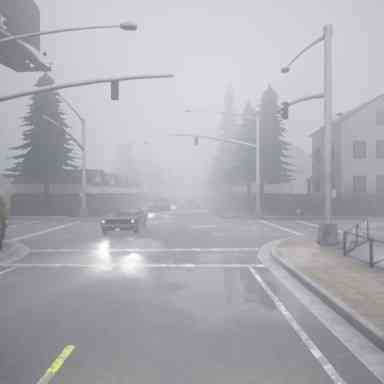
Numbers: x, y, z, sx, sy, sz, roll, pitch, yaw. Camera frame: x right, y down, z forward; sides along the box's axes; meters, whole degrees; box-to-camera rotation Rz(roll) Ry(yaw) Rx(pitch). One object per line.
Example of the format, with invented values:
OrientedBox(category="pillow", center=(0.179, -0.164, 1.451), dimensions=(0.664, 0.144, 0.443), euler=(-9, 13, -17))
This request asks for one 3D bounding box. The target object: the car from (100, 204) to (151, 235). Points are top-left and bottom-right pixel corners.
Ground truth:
OrientedBox(category="car", center=(-3.665, 1.536, 18.586), dimensions=(1.895, 1.301, 4.718), euler=(-1, 0, 0))

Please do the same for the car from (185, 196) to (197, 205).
OrientedBox(category="car", center=(-0.121, 1.483, 59.259), dimensions=(2.128, 1.511, 4.902), euler=(0, 0, 0))

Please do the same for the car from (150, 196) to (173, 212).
OrientedBox(category="car", center=(-3.676, 1.347, 38.347), dimensions=(2.097, 1.767, 4.553), euler=(0, 0, 0))

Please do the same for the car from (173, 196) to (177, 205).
OrientedBox(category="car", center=(-3.626, 1.485, 58.892), dimensions=(2.128, 1.511, 4.902), euler=(0, 0, 0))
